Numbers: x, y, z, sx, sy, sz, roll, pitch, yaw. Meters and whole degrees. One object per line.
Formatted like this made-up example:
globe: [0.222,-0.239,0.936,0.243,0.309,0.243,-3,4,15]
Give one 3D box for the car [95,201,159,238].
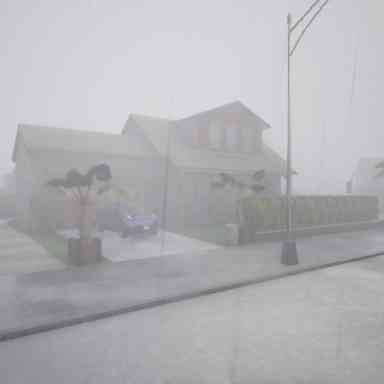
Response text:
car: [-3.022,1.174,15.291,1.845,1.501,3.633,0,0,-38]
